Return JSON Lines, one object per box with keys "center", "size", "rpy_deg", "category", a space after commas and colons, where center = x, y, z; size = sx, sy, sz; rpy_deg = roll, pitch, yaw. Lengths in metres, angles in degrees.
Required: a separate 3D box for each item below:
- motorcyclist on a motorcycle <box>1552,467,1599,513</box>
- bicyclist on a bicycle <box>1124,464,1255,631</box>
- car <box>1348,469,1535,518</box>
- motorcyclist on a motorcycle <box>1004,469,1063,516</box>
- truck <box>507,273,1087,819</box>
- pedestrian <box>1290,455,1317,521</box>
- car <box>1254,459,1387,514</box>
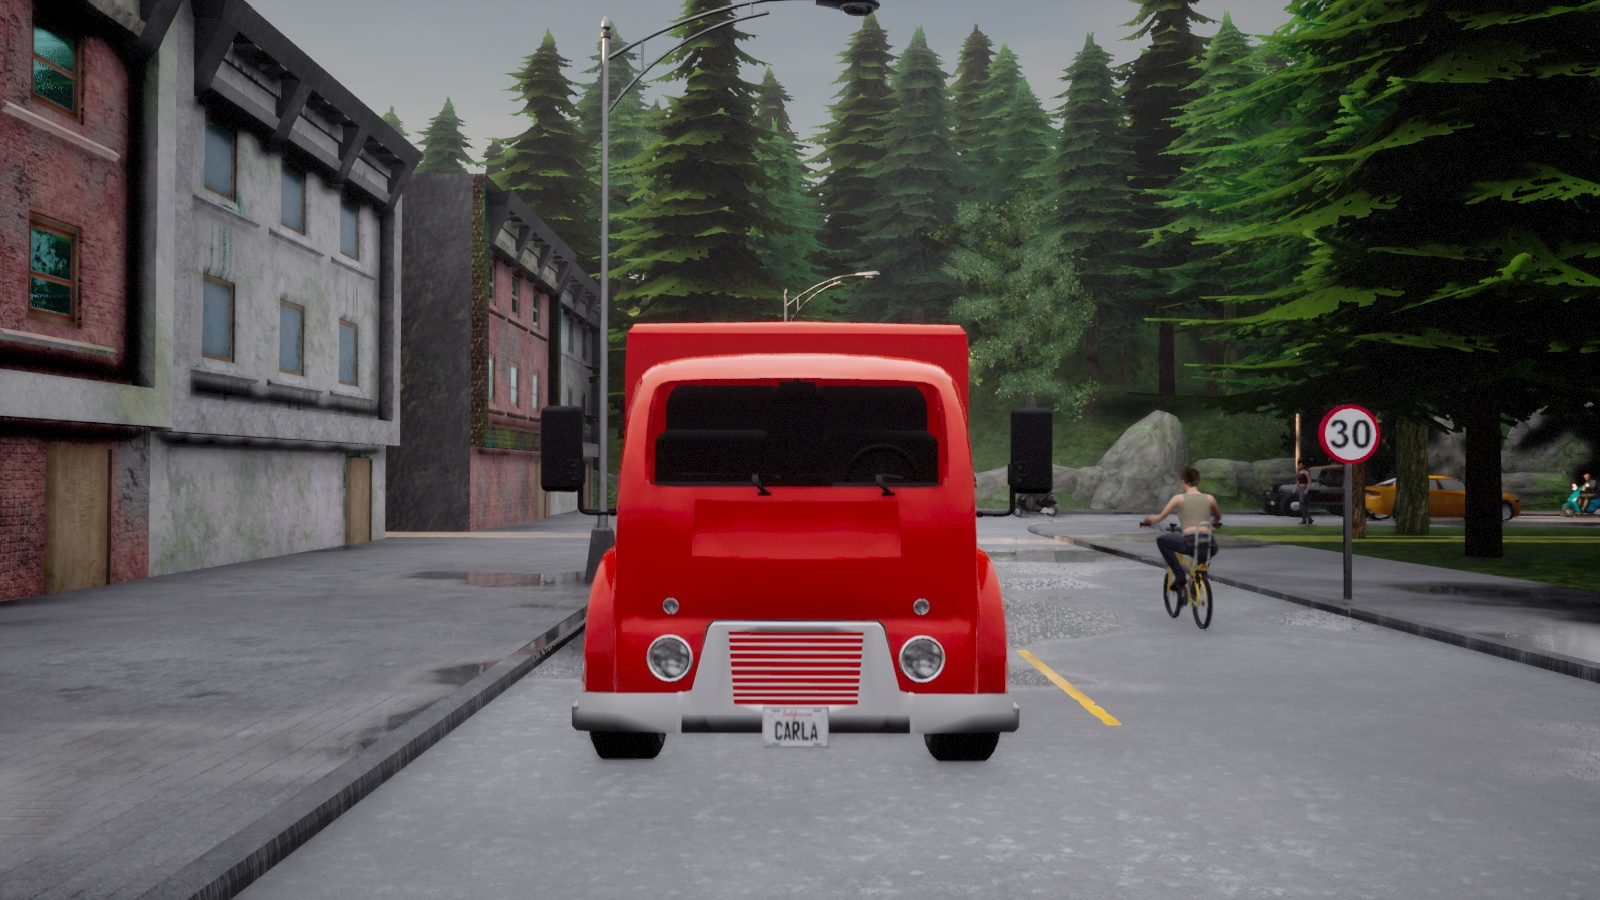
{"center": [27.780, 1.401, 44.397], "size": [1.817, 1.590, 0.866], "rpy_deg": [0, -1, 0], "category": "motorcyclist on a motorcycle"}
{"center": [3.967, 0.952, 12.918], "size": [0.866, 1.612, 1.509], "rpy_deg": [0, -1, 0], "category": "bicyclist on a bicycle"}
{"center": [20.544, 1.386, 40.355], "size": [5.008, 1.535, 1.882], "rpy_deg": [0, -1, 0], "category": "car"}
{"center": [8.065, 1.464, 43.365], "size": [1.817, 1.590, 0.866], "rpy_deg": [0, 0, -17], "category": "motorcyclist on a motorcycle"}
{"center": [-0.024, 0.464, 8.308], "size": [2.627, 2.467, 5.204], "rpy_deg": [0, -1, 0], "category": "truck"}
{"center": [14.106, 1.057, 35.164], "size": [0.594, 1.836, 0.345], "rpy_deg": [0, -1, -4], "category": "pedestrian"}
{"center": [18.320, 1.280, 44.320], "size": [3.866, 1.878, 1.905], "rpy_deg": [0, -1, 0], "category": "car"}
